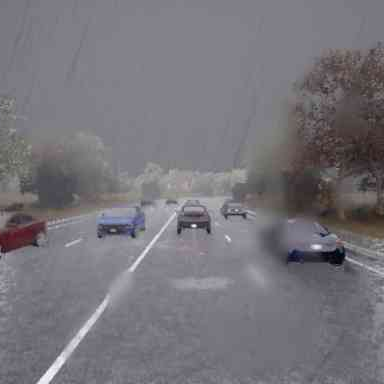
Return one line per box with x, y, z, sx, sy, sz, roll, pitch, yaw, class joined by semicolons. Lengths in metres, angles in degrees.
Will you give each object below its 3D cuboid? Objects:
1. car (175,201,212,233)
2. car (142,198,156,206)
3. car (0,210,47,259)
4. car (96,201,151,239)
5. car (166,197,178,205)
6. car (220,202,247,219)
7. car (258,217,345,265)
0.104;1.504;19.716;1.837;1.490;4.892;0;0;0;car
-7.055;1.601;53.691;1.895;1.301;4.718;0;0;0;car
-7.099;1.478;12.136;1.882;1.535;5.008;0;0;0;car
-3.597;1.478;17.667;1.882;1.535;5.008;0;0;0;car
-3.525;1.600;58.237;1.895;1.301;4.718;0;0;1;car
3.602;1.546;29.350;2.033;1.411;5.357;0;0;0;car
3.601;1.563;11.646;1.994;1.385;4.181;0;0;0;car
